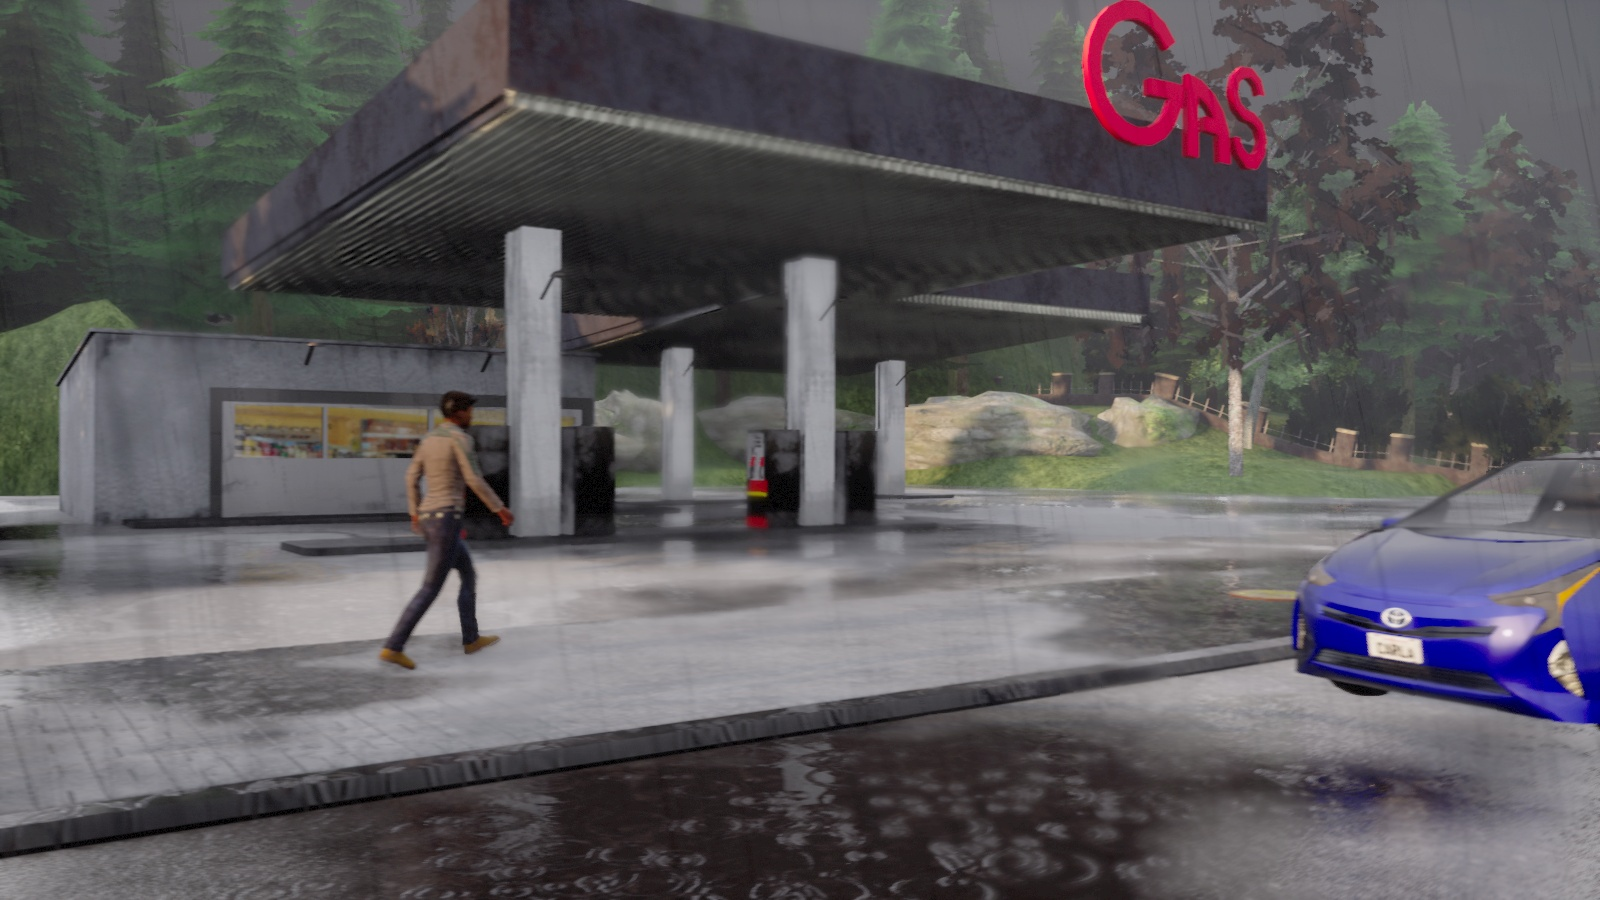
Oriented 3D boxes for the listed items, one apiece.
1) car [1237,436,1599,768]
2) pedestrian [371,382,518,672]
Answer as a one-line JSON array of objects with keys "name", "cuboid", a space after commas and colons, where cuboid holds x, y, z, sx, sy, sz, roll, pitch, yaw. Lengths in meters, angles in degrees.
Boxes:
[{"name": "car", "cuboid": [5.085, 0.700, 7.720, 4.514, 1.525, 2.007, 0, 0, -28]}, {"name": "pedestrian", "cuboid": [-2.318, 0.480, 8.228, 0.869, 1.805, 0.328, 0, 0, -41]}]
